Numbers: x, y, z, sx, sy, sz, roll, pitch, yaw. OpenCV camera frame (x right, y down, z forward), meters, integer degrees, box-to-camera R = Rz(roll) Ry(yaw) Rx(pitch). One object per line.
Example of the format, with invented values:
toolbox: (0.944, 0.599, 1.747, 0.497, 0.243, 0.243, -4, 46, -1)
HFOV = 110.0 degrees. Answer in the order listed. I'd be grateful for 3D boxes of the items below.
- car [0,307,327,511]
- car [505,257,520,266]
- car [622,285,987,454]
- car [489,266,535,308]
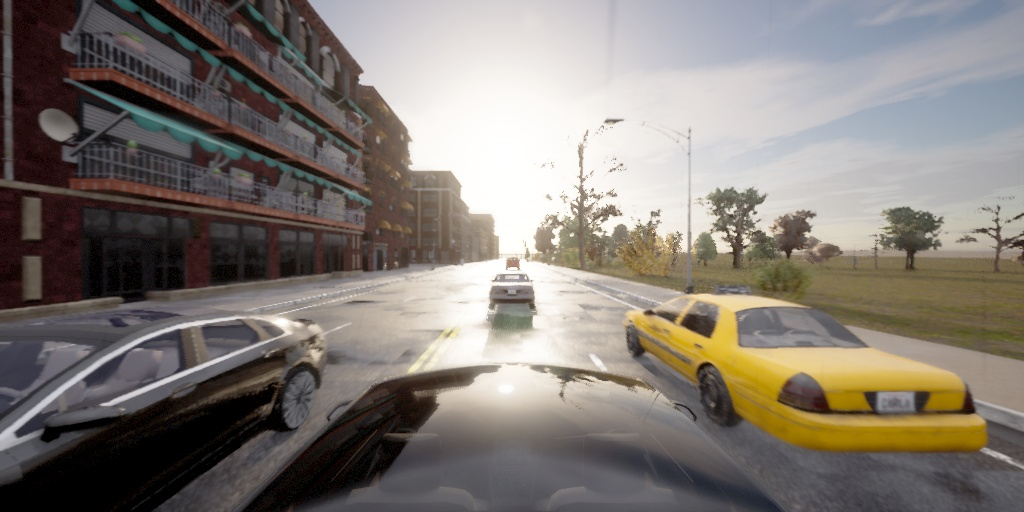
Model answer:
car: (-3.349, 1.245, 2.750, 2.128, 1.511, 4.902, 0, 0, 0)
car: (0.113, 1.138, 55.334, 2.150, 2.045, 5.566, 0, 0, 0)
car: (3.252, 1.217, 5.601, 1.801, 1.575, 5.366, 0, 0, 0)
car: (0.001, 1.338, 15.389, 2.033, 1.411, 5.357, 0, 0, 0)
